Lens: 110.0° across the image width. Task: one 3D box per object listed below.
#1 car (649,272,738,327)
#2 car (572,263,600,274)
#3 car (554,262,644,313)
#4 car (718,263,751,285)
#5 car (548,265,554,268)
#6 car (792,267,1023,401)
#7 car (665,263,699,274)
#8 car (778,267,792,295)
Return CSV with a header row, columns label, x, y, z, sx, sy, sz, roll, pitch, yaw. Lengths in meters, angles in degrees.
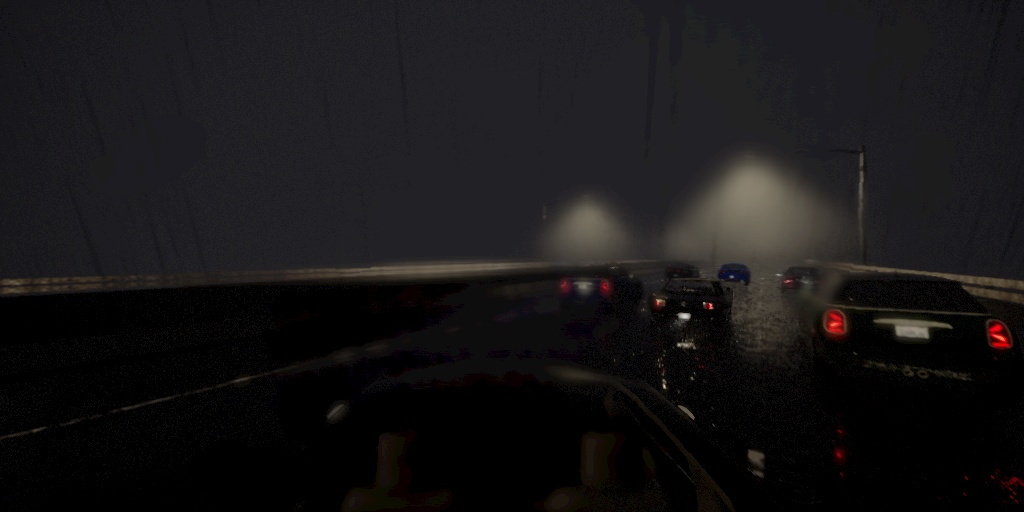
label,x,y,z,sx,sy,sz,roll,pitch,yaw
car,6.038,1.372,11.740,1.895,1.301,4.718,-1,0,35
car,9.862,1.613,47.711,1.895,1.301,4.718,-1,-1,36
car,3.841,1.162,14.709,2.097,1.767,4.553,-1,0,35
car,16.540,1.277,26.674,1.882,1.535,5.008,-1,-1,35
car,6.937,1.597,49.641,2.033,1.411,5.357,-1,-1,36
car,6.818,1.082,6.758,2.097,1.767,4.553,-1,-1,35
car,13.660,1.313,28.663,1.882,1.535,5.008,-1,-1,35
car,15.609,1.300,19.343,2.033,1.411,5.357,-1,0,36
